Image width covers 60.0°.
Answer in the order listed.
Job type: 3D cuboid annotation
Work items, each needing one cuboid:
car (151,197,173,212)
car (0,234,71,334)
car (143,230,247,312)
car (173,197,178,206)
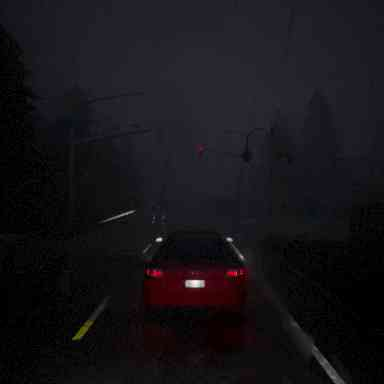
[{"bbox_3d":[-3.706,1.490,39.201,2.128,1.511,4.902,0,0,0],"label":"car"},{"bbox_3d":[-3.602,1.525,5.796,1.812,1.442,4.674,0,0,0],"label":"car"},{"bbox_3d":[0.056,1.564,7.795,1.994,1.385,4.181,0,0,0],"label":"car"},{"bbox_3d":[-3.736,1.544,53.169,2.033,1.411,5.357,0,0,0],"label":"car"}]
